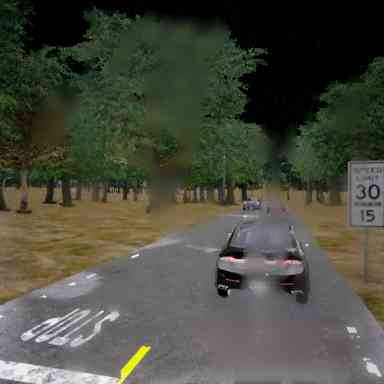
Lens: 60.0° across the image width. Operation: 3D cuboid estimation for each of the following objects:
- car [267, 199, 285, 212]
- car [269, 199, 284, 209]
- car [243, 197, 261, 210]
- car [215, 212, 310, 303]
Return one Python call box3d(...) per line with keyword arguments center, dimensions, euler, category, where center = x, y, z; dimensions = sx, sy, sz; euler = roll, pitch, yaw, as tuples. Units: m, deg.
box3d(center=(9.729, 1.618, 38.388), dimensions=(1.994, 1.385, 4.181), euler=(0, 0, 15), category="car")
box3d(center=(12.225, 1.680, 48.033), dimensions=(2.033, 1.411, 5.357), euler=(0, -1, 15), category="car")
box3d(center=(7.850, 1.436, 43.178), dimensions=(2.097, 1.767, 4.553), euler=(0, 0, 15), category="car")
box3d(center=(1.812, 1.485, 8.316), dimensions=(2.128, 1.511, 4.902), euler=(0, 0, 15), category="car")
